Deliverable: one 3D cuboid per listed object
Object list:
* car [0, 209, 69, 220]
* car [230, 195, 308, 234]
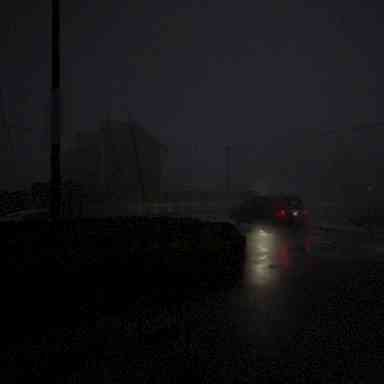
[{"bbox_3d":[-6.835,1.523,15.760,4.674,1.442,1.812,0,0,-35],"label":"car"},{"bbox_3d":[4.369,1.214,19.715,2.150,2.045,5.566,-1,1,-22],"label":"car"}]
